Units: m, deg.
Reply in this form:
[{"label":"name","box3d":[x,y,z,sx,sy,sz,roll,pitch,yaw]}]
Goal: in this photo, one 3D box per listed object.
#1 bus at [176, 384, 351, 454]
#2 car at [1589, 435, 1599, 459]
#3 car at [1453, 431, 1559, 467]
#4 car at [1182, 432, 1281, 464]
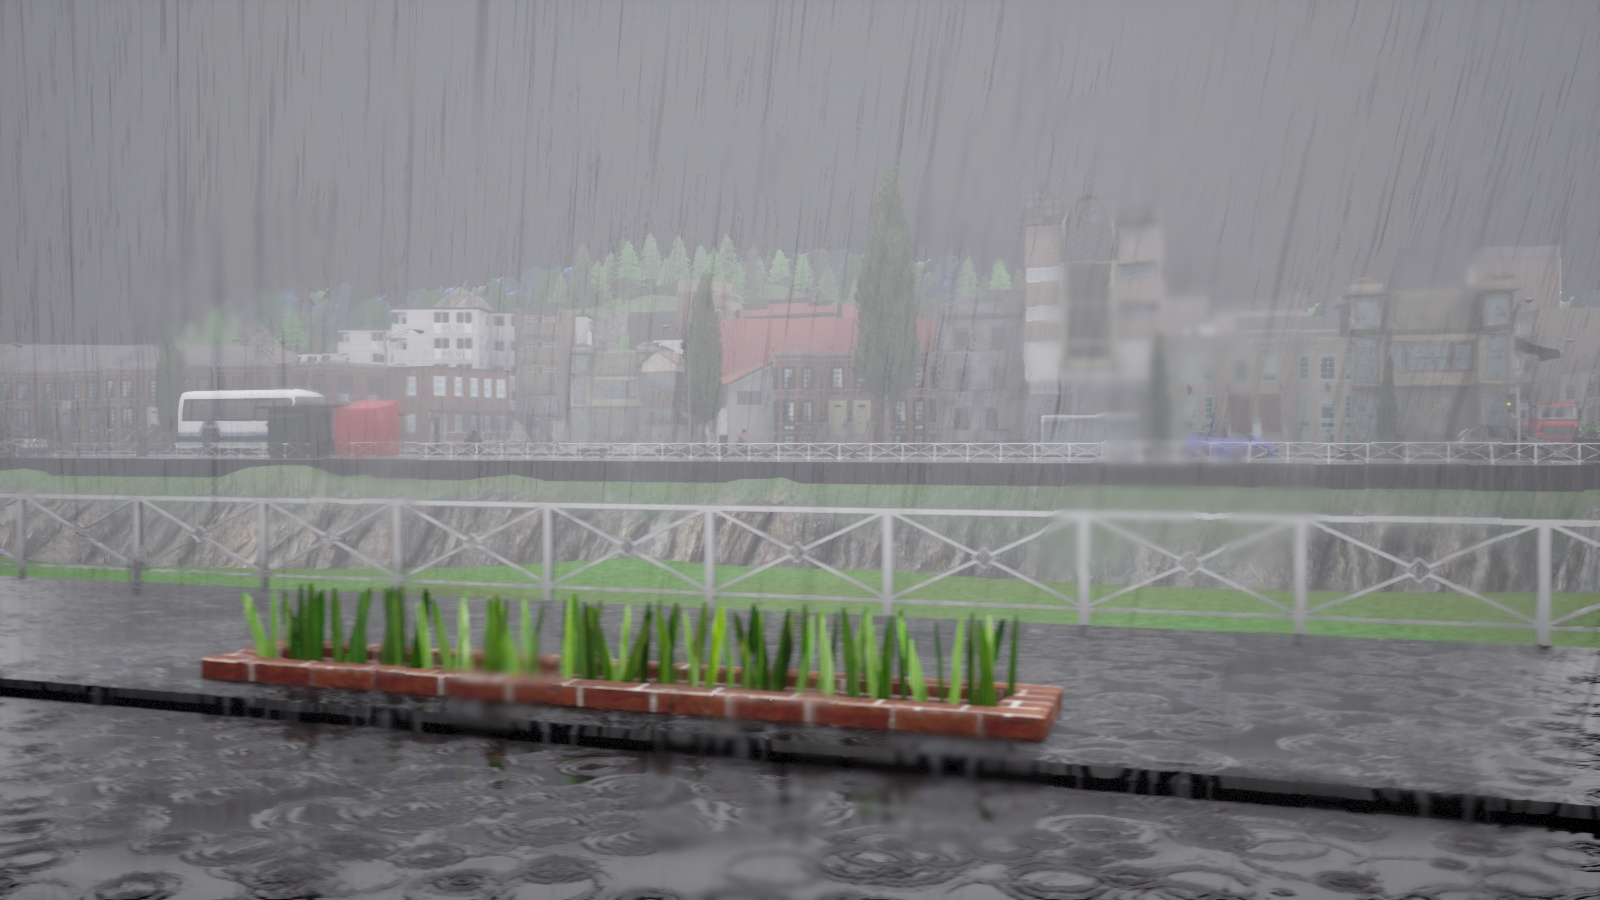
[{"label":"bus","box3d":[-34.331,-1.966,80.348,10.273,4.253,3.944,1,1,19]},{"label":"car","box3d":[49.633,-0.197,76.444,1.816,1.474,4.193,1,1,19]},{"label":"car","box3d":[32.495,-0.080,57.902,3.988,1.617,1.851,0,1,19]},{"label":"car","box3d":[21.159,-0.135,61.716,4.514,1.525,2.007,0,1,19]}]
